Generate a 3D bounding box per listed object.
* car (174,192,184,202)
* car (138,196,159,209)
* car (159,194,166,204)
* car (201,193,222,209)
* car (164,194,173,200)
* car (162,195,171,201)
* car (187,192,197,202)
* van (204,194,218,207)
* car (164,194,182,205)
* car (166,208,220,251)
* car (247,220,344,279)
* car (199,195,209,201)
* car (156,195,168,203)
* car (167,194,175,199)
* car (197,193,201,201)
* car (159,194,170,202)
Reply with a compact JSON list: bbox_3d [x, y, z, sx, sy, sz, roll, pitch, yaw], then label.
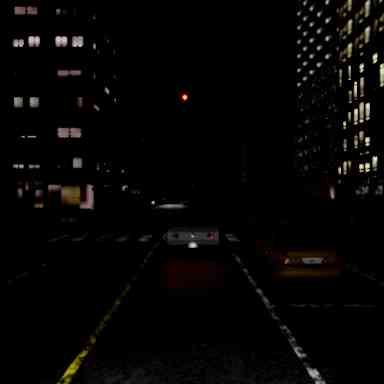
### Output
[{"bbox_3d":[-3.002,0.978,71.177,2.150,2.045,5.566,0,0,0],"label":"car"},{"bbox_3d":[-5.694,1.395,41.959,2.008,1.369,4.403,0,0,0],"label":"car"},{"bbox_3d":[-5.695,1.347,58.538,2.008,1.369,4.403,0,0,0],"label":"car"},{"bbox_3d":[2.685,1.159,41.958,2.192,1.841,5.009,0,0,0],"label":"car"},{"bbox_3d":[-5.696,1.185,80.645,1.967,1.590,4.097,0,0,0],"label":"car"},{"bbox_3d":[-5.695,1.339,75.119,1.802,1.307,4.206,0,0,0],"label":"car"},{"bbox_3d":[-0.002,1.245,70.734,1.882,1.535,5.008,0,0,0],"label":"car"},{"bbox_3d":[2.684,1.168,47.484,1.690,1.788,3.998,0,0,0],"label":"van"},{"bbox_3d":[-3.072,1.405,55.596,1.895,1.301,4.718,0,0,0],"label":"car"},{"bbox_3d":[0.052,1.550,13.730,1.895,1.301,4.718,0,0,0],"label":"car"},{"bbox_3d":[2.686,1.485,9.716,1.752,1.417,4.829,0,0,0],"label":"car"},{"bbox_3d":[2.685,1.302,75.118,1.887,1.381,4.507,0,0,0],"label":"car"},{"bbox_3d":[-5.695,1.328,64.064,1.887,1.381,4.507,0,0,0],"label":"car"},{"bbox_3d":[-5.695,1.248,91.528,1.752,1.417,4.829,0,0,0],"label":"car"},{"bbox_3d":[2.684,1.098,64.064,2.192,1.841,5.009,0,0,0],"label":"car"},{"bbox_3d":[-5.696,1.210,69.591,1.967,1.590,4.097,0,0,0],"label":"car"}]
